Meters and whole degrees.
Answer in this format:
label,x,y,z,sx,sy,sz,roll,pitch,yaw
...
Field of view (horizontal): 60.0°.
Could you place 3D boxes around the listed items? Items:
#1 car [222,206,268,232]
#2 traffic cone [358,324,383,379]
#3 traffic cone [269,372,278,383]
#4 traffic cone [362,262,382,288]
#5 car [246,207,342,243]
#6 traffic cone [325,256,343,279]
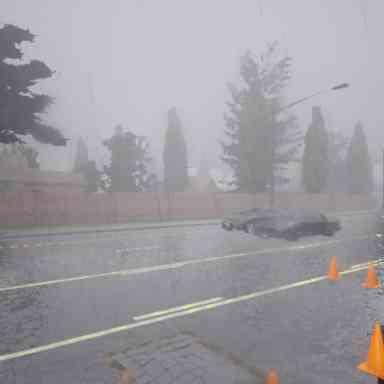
label,x,y,z,sx,sy,sz,roll,pitch,yaw
car,3.990,1.652,20.353,4.892,1.490,1.837,0,0,-36
traffic cone,2.377,1.990,4.267,0.340,0.580,0.340,0,0,-36
traffic cone,0.756,1.979,3.095,0.340,0.580,0.340,0,0,-36
traffic cone,4.448,2.021,8.231,0.340,0.580,0.340,0,0,-36
car,5.580,1.676,17.180,5.357,1.411,2.033,0,0,-36
traffic cone,3.862,2.026,9.041,0.340,0.580,0.340,0,0,-36
